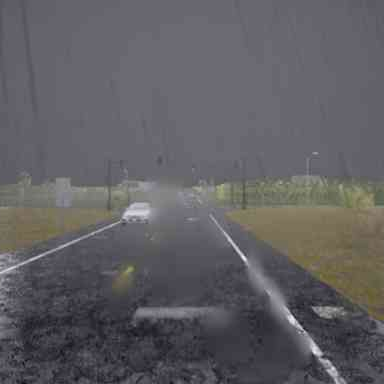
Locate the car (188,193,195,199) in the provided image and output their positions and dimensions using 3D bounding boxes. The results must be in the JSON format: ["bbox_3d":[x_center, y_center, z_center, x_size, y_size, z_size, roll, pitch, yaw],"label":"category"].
[{"bbox_3d":[-0.023,1.151,94.507,1.994,1.385,4.181,0,0,0],"label":"car"}]

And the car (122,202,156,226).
[{"bbox_3d":[-3.571,1.463,23.117,1.812,1.442,4.674,0,0,0],"label":"car"}]
